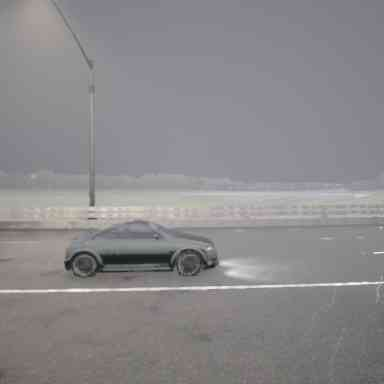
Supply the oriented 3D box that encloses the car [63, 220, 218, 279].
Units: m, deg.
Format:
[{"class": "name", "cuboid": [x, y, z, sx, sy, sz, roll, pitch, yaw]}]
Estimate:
[{"class": "car", "cuboid": [-1.373, 1.517, 9.415, 4.181, 1.385, 1.994, 0, 0, -3]}]
